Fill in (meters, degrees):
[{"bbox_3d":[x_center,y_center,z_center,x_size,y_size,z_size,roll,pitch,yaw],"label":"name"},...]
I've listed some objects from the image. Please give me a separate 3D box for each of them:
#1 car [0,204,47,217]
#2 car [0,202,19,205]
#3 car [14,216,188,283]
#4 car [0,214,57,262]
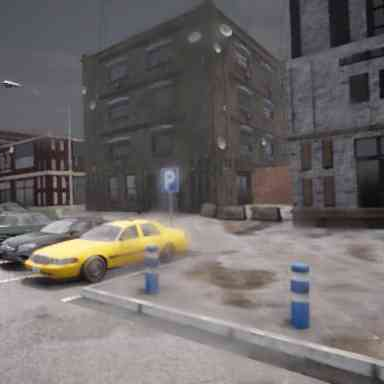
[{"bbox_3d":[-6.659,1.538,13.757,2.185,1.767,4.553,-1,-1,36],"label":"car"},{"bbox_3d":[-8.857,1.458,15.421,2.435,2.045,5.566,-1,-1,36],"label":"car"},{"bbox_3d":[-2.279,1.580,10.401,1.946,1.575,5.366,-1,-1,36],"label":"car"},{"bbox_3d":[-4.403,1.662,12.170,2.002,1.452,4.674,-1,-1,36],"label":"car"}]
